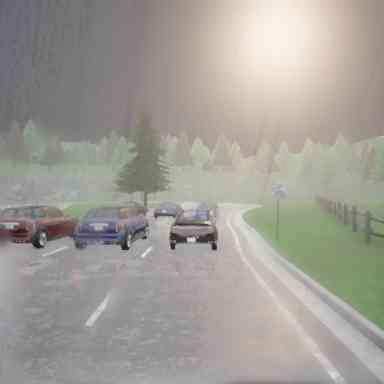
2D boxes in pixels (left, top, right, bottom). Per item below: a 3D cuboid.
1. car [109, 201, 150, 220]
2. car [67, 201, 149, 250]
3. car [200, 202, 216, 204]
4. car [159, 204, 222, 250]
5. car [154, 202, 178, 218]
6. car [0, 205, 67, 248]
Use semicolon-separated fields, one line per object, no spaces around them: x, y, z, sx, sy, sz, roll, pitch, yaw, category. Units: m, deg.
-5.486;1.560;30.115;2.033;1.411;5.357;0;0;9;car
-3.282;1.363;14.528;2.097;1.767;4.553;0;0;5;car
1.436;1.561;29.076;2.033;1.411;5.357;0;0;9;car
0.205;1.492;14.230;2.128;1.511;4.902;0;0;5;car
-2.025;1.570;29.595;1.994;1.385;4.181;0;0;9;car
-6.767;1.363;14.856;2.097;1.767;4.553;0;0;5;car
